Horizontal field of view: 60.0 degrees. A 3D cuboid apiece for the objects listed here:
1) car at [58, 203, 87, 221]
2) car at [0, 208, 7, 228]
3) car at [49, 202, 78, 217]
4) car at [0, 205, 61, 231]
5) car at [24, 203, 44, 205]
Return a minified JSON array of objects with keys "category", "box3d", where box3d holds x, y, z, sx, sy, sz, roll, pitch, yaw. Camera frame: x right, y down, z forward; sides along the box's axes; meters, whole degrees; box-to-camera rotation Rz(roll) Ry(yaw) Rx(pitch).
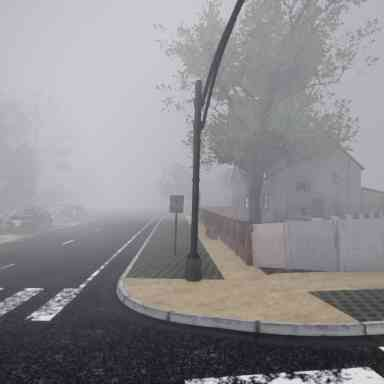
[{"category":"car","box3d":[-12.666,2.106,35.216,2.097,1.767,4.553,2,-1,-3]},{"category":"car","box3d":[-15.316,1.897,23.601,1.837,1.490,4.892,2,-1,-3]},{"category":"car","box3d":[-16.268,2.173,42.326,2.097,1.767,4.553,2,-1,-3]},{"category":"car","box3d":[-12.154,2.020,25.327,2.128,1.511,4.902,2,-1,-3]},{"category":"car","box3d":[-15.786,1.950,32.649,2.097,1.767,4.553,2,-1,-3]}]
